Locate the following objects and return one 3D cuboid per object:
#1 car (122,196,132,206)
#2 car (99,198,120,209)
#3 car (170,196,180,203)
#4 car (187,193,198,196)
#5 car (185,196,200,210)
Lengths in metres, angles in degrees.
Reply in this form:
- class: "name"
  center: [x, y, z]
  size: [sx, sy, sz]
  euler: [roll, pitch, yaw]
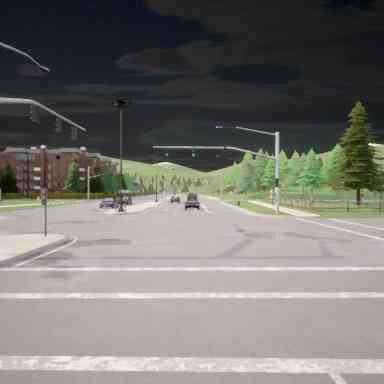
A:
- class: "car"
  center: [-11.507, 1.484, 57.036]
  size: [1.882, 1.535, 5.008]
  euler: [0, 0, 0]
- class: "car"
  center: [-11.539, 1.531, 46.685]
  size: [1.812, 1.442, 4.674]
  euler: [0, 0, 0]
- class: "car"
  center: [-3.438, 1.499, 68.876]
  size: [2.128, 1.511, 4.902]
  euler: [0, 0, 0]
- class: "car"
  center: [0.062, 1.229, 68.904]
  size: [2.150, 2.045, 5.566]
  euler: [0, 0, 0]
- class: "car"
  center: [0.039, 1.605, 43.468]
  size: [1.895, 1.301, 4.718]
  euler: [0, 0, 0]
